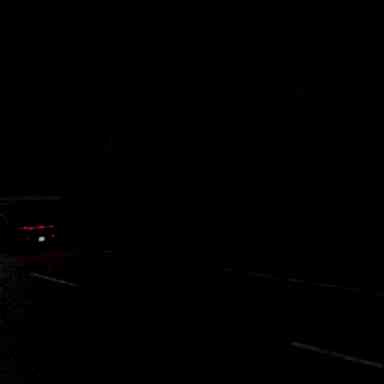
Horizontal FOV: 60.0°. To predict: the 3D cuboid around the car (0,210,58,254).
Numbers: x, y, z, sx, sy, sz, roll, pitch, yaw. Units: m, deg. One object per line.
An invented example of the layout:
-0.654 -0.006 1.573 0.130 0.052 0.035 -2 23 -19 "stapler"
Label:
-7.454 1.503 13.566 4.902 1.511 2.128 0 0 36 "car"
